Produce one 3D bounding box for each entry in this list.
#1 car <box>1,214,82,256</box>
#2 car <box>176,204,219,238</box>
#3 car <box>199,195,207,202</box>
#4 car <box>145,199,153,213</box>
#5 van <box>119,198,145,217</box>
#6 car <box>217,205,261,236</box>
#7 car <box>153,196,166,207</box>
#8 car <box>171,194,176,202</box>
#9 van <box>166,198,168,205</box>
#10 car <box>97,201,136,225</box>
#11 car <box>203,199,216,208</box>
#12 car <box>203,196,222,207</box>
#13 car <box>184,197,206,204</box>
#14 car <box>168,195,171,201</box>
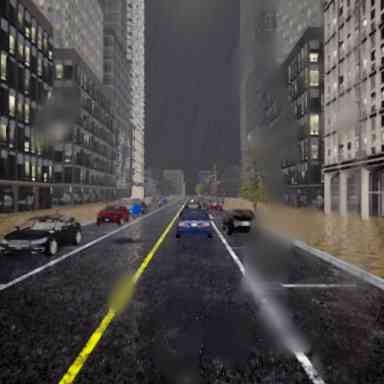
[{"bbox_3d":[-5.683,1.592,13.076,2.008,1.369,4.403,0,0,0],"label":"car"},{"bbox_3d":[0.105,1.603,18.113,2.033,1.411,5.357,0,0,0],"label":"car"},{"bbox_3d":[2.730,1.676,87.055,1.967,1.590,4.097,0,0,0],"label":"car"},{"bbox_3d":[-5.673,1.689,35.845,1.802,1.307,4.206,0,0,0],"label":"car"},{"bbox_3d":[-5.674,1.432,30.154,1.690,1.788,3.998,0,0,0],"label":"van"},{"bbox_3d":[2.700,1.624,18.752,1.947,1.339,4.313,0,0,0],"label":"car"},{"bbox_3d":[-5.665,1.592,52.921,1.967,1.590,4.097,0,0,0],"label":"car"},{"bbox_3d":[-5.651,1.761,86.904,1.752,1.417,4.829,0,0,0],"label":"car"},{"bbox_3d":[-5.662,1.508,58.614,1.690,1.788,3.998,0,0,0],"label":"van"},{"bbox_3d":[-5.678,1.620,24.460,1.887,1.381,4.507,0,0,0],"label":"car"},{"bbox_3d":[2.715,1.734,52.903,1.802,1.307,4.206,0,0,0],"label":"car"},{"bbox_3d":[2.711,1.563,41.519,1.967,1.590,4.097,0,0,0],"label":"car"},{"bbox_3d":[0.115,1.601,36.811,2.128,1.511,4.902,0,0,0],"label":"car"},{"bbox_3d":[-5.661,1.747,64.306,1.947,1.339,4.313,0,0,0],"label":"car"}]
